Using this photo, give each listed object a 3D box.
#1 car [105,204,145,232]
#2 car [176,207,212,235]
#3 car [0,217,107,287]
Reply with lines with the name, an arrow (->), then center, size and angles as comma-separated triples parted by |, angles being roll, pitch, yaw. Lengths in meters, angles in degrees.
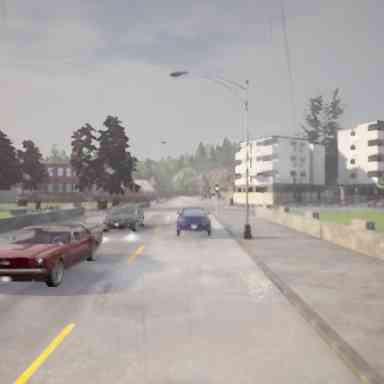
car -> -4.065, 1.520, 20.455 | 1.837, 1.490, 4.892 | 0, 0, 0
car -> 0.103, 1.541, 18.701 | 1.812, 1.442, 4.674 | 0, 0, 0
car -> -4.081, 1.609, 9.500 | 1.895, 1.301, 4.718 | 0, 0, 0
